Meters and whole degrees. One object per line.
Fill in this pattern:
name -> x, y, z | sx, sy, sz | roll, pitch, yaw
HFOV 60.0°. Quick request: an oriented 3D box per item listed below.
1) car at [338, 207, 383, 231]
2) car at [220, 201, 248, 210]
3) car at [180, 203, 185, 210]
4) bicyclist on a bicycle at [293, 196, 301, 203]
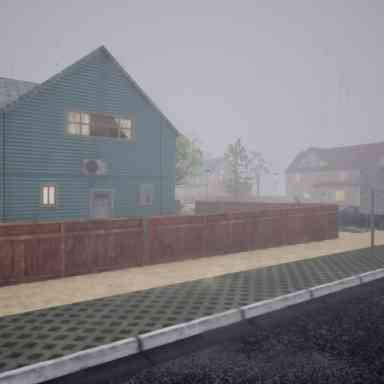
car -> 10.570, 1.573, 20.047 | 1.895, 1.301, 4.718 | 0, 0, -32
car -> 4.175, 1.482, 29.247 | 1.994, 1.385, 4.181 | 0, 0, -36
car -> -2.747, 1.467, 38.924 | 1.895, 1.301, 4.718 | 0, 0, -36
bicyclist on a bicycle -> 9.873, 1.206, 31.351 | 1.656, 1.620, 0.582 | -1, 1, -36
